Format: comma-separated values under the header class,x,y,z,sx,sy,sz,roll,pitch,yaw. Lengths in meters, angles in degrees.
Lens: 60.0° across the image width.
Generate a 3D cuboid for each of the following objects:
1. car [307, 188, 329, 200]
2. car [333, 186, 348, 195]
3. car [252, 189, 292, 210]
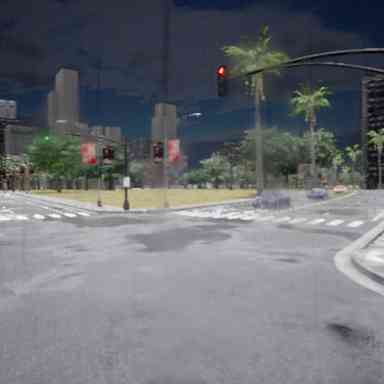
class,x,y,z,sx,sy,sz,roll,pitch,yaw
car,15.878,0.235,41.769,1.812,1.442,4.674,1,2,33
car,25.664,-0.319,57.457,1.882,1.535,5.008,1,2,30
car,6.937,0.520,28.561,2.097,1.767,4.553,1,2,35
